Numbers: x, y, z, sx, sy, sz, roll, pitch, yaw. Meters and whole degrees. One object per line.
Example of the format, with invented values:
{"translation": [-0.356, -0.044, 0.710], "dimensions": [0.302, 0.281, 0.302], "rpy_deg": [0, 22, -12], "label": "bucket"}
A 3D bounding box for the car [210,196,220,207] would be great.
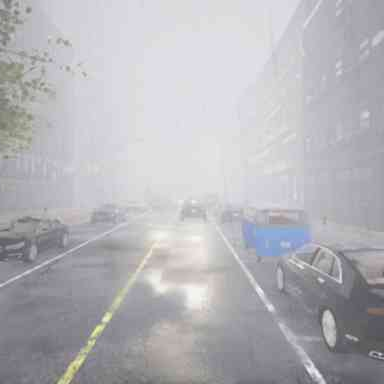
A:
{"translation": [2.734, 1.360, 28.633], "dimensions": [1.752, 1.417, 4.829], "rpy_deg": [1, 0, 0], "label": "car"}

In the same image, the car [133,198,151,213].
{"translation": [-5.653, 1.328, 33.993], "dimensions": [1.752, 1.417, 4.829], "rpy_deg": [1, 0, 0], "label": "car"}

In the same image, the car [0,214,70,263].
{"translation": [-5.670, 1.485, 11.537], "dimensions": [2.008, 1.369, 4.403], "rpy_deg": [1, 0, 0], "label": "car"}

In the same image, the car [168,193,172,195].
{"translation": [-5.627, 1.040, 68.099], "dimensions": [1.967, 1.590, 4.097], "rpy_deg": [1, 0, 0], "label": "car"}

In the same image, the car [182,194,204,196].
{"translation": [0.131, 1.304, 41.779], "dimensions": [2.033, 1.411, 5.357], "rpy_deg": [0, 0, 0], "label": "car"}

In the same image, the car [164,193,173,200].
{"translation": [-5.618, 0.972, 79.412], "dimensions": [1.967, 1.590, 4.097], "rpy_deg": [1, 0, 0], "label": "car"}

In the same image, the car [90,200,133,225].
{"translation": [-5.662, 1.420, 22.850], "dimensions": [2.008, 1.369, 4.403], "rpy_deg": [1, 0, 0], "label": "car"}

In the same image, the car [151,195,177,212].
{"translation": [-3.071, 1.341, 35.468], "dimensions": [2.033, 1.411, 5.357], "rpy_deg": [0, 0, 0], "label": "car"}

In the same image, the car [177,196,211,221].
{"translation": [0.120, 1.354, 25.897], "dimensions": [2.163, 1.488, 4.792], "rpy_deg": [0, 0, 0], "label": "car"}

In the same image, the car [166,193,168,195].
{"translation": [-5.636, 1.218, 56.788], "dimensions": [2.008, 1.369, 4.403], "rpy_deg": [1, 0, 0], "label": "car"}

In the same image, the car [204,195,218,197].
{"translation": [2.697, 1.350, 39.776], "dimensions": [1.802, 1.307, 4.206], "rpy_deg": [1, 0, 0], "label": "car"}

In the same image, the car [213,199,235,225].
{"translation": [2.725, 1.435, 22.807], "dimensions": [1.947, 1.339, 4.313], "rpy_deg": [1, 0, 0], "label": "car"}

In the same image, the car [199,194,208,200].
{"translation": [2.727, 1.113, 79.370], "dimensions": [1.802, 1.307, 4.206], "rpy_deg": [1, 0, 0], "label": "car"}

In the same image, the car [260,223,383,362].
{"translation": [2.706, 1.517, 5.838], "dimensions": [2.008, 1.369, 4.403], "rpy_deg": [1, 0, 0], "label": "car"}

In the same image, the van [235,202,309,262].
{"translation": [2.713, 1.276, 11.493], "dimensions": [1.690, 1.788, 3.998], "rpy_deg": [1, 0, 0], "label": "van"}

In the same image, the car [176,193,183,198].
{"translation": [-2.944, 0.993, 76.188], "dimensions": [2.128, 1.511, 4.902], "rpy_deg": [0, 0, 0], "label": "car"}

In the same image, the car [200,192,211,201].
{"translation": [2.722, 0.915, 68.055], "dimensions": [2.192, 1.841, 5.009], "rpy_deg": [1, 0, 0], "label": "car"}

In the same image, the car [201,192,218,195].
{"translation": [2.705, 1.050, 45.430], "dimensions": [2.192, 1.841, 5.009], "rpy_deg": [1, 0, 0], "label": "car"}
